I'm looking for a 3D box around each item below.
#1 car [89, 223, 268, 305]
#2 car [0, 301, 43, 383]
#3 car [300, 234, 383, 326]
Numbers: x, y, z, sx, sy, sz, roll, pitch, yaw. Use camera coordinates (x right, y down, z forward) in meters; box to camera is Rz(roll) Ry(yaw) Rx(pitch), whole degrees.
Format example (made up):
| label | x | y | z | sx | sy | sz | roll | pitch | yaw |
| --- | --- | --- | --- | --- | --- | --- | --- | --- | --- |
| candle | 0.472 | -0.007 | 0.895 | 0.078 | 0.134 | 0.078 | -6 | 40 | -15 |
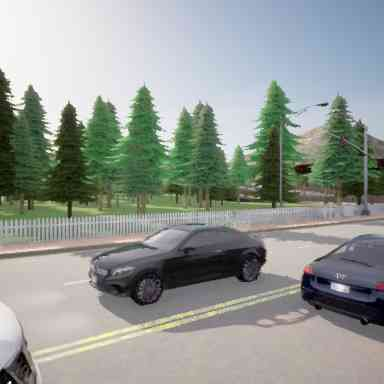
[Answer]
| label | x | y | z | sx | sy | sz | roll | pitch | yaw |
| --- | --- | --- | --- | --- | --- | --- | --- | --- | --- |
| car | -0.120 | 1.526 | 8.191 | 4.674 | 1.442 | 1.812 | 0 | 0 | -36 |
| car | -3.562 | 1.222 | 1.215 | 5.566 | 2.045 | 2.150 | 0 | 0 | -36 |
| car | 4.102 | 1.564 | 6.697 | 4.181 | 1.385 | 1.994 | 0 | 0 | -35 |
